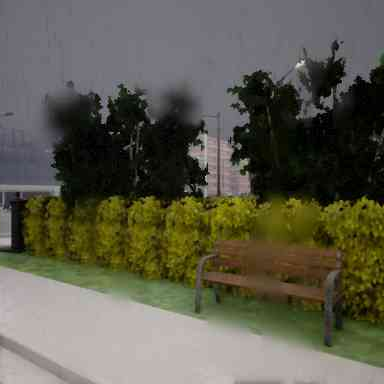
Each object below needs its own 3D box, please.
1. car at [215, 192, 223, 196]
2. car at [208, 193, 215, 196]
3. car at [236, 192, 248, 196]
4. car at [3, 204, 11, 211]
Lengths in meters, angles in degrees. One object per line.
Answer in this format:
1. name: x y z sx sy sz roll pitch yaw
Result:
1. car: 5.681 0.729 73.623 1.994 1.385 4.181 0 0 35
2. car: 1.972 0.911 62.355 1.994 1.385 4.181 0 1 35
3. car: 11.094 0.675 75.248 1.812 1.442 4.674 0 0 35
4. car: -18.867 1.498 38.793 2.033 1.411 5.357 0 0 35
